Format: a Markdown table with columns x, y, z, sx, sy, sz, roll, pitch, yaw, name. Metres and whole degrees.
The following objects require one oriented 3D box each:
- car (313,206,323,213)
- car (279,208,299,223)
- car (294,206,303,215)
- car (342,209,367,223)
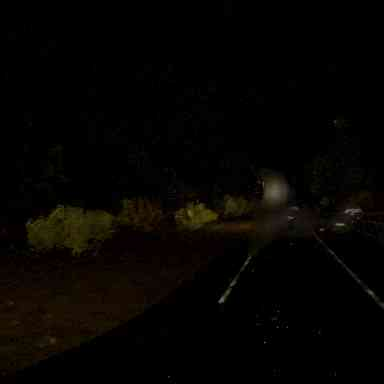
| x | y | z | sx | sy | sz | roll | pitch | yaw | name |
| --- | --- | --- | --- | --- | --- | --- | --- | --- | --- |
| 29.508 | 4.078 | 78.217 | 1.812 | 1.442 | 4.674 | -3 | -3 | 16 | car |
| 11.785 | 3.035 | 40.948 | 1.812 | 1.442 | 4.674 | -3 | -3 | 16 | car |
| 20.478 | 3.957 | 66.575 | 1.895 | 1.301 | 4.718 | -3 | -3 | 23 | car |
| 17.861 | 2.584 | 36.760 | 2.128 | 1.511 | 4.902 | -3 | -3 | 16 | car |
